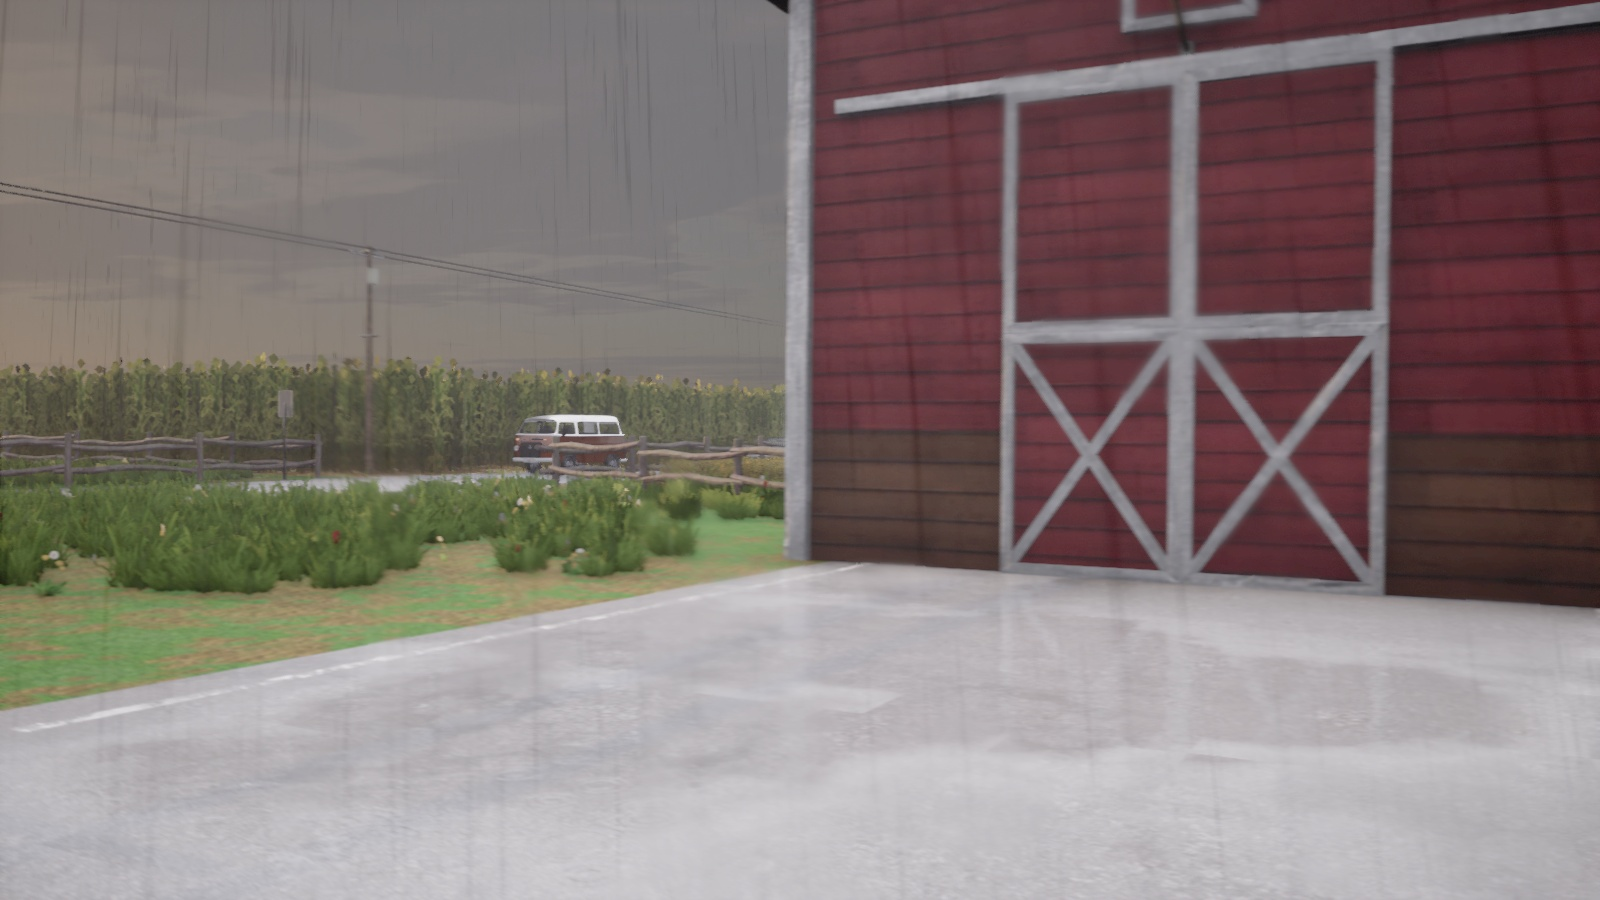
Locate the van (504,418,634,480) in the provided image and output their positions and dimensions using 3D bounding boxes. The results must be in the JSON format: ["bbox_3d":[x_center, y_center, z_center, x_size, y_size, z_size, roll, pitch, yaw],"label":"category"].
[{"bbox_3d":[-7.930,-0.067,43.523,2.069,2.038,4.480,0,1,28],"label":"van"}]

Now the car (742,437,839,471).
[{"bbox_3d":[-0.322,0.139,50.972,1.895,1.301,4.718,0,1,28],"label":"car"}]
